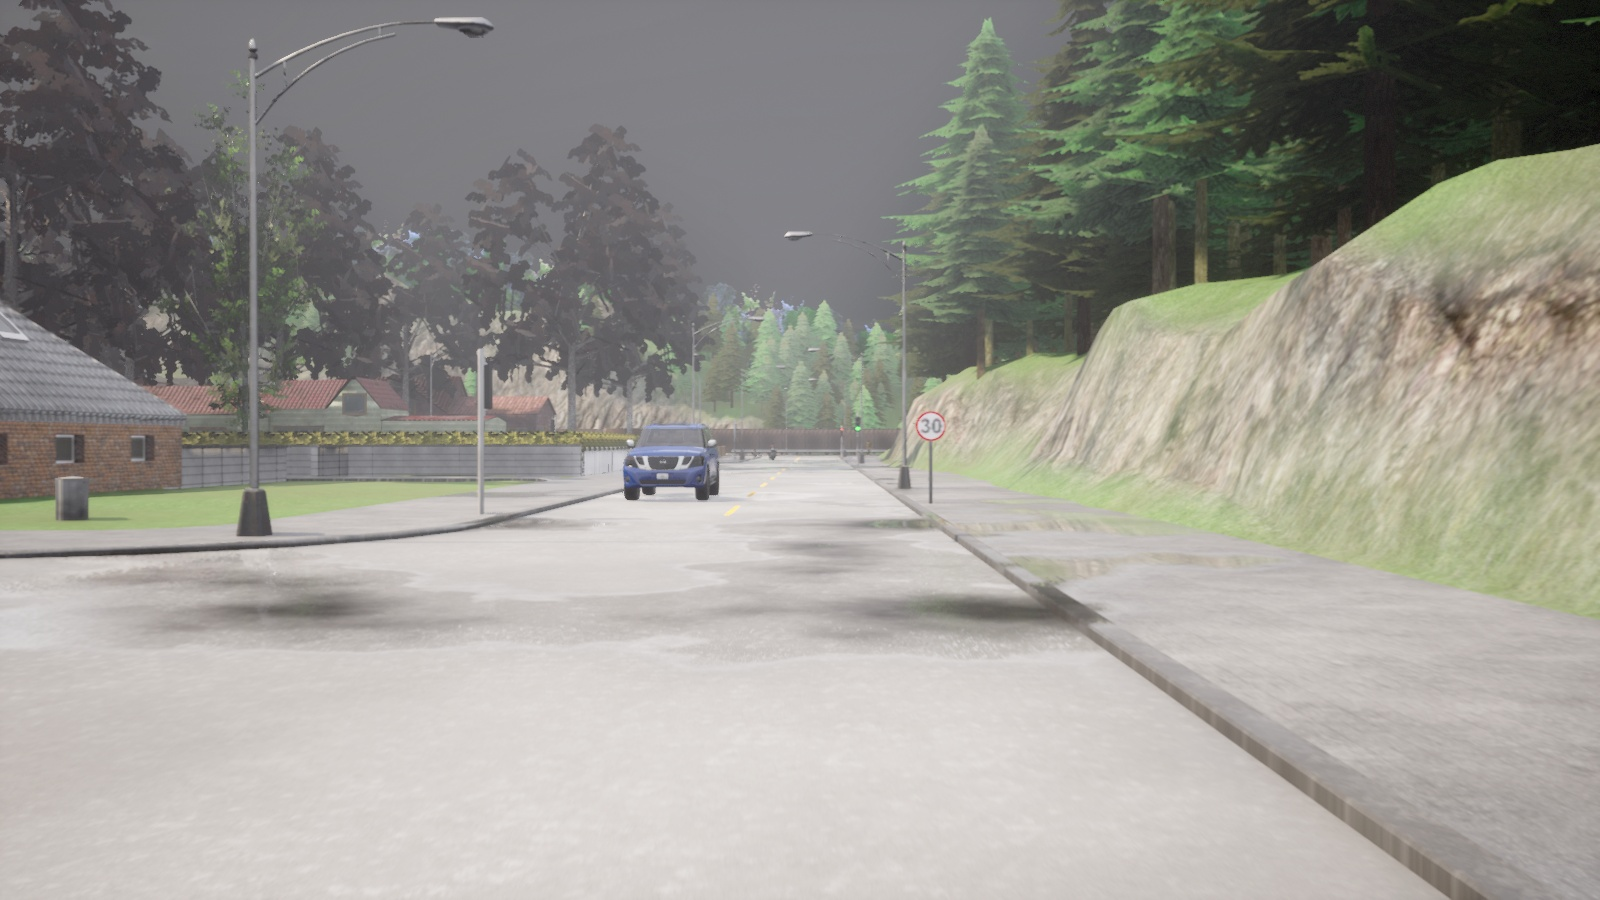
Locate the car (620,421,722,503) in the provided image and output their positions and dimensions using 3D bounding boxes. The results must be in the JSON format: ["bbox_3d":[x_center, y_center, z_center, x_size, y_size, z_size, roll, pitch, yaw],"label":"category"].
[{"bbox_3d":[-3.406,0.263,34.268,2.150,2.045,5.566,0,1,1],"label":"car"}]
